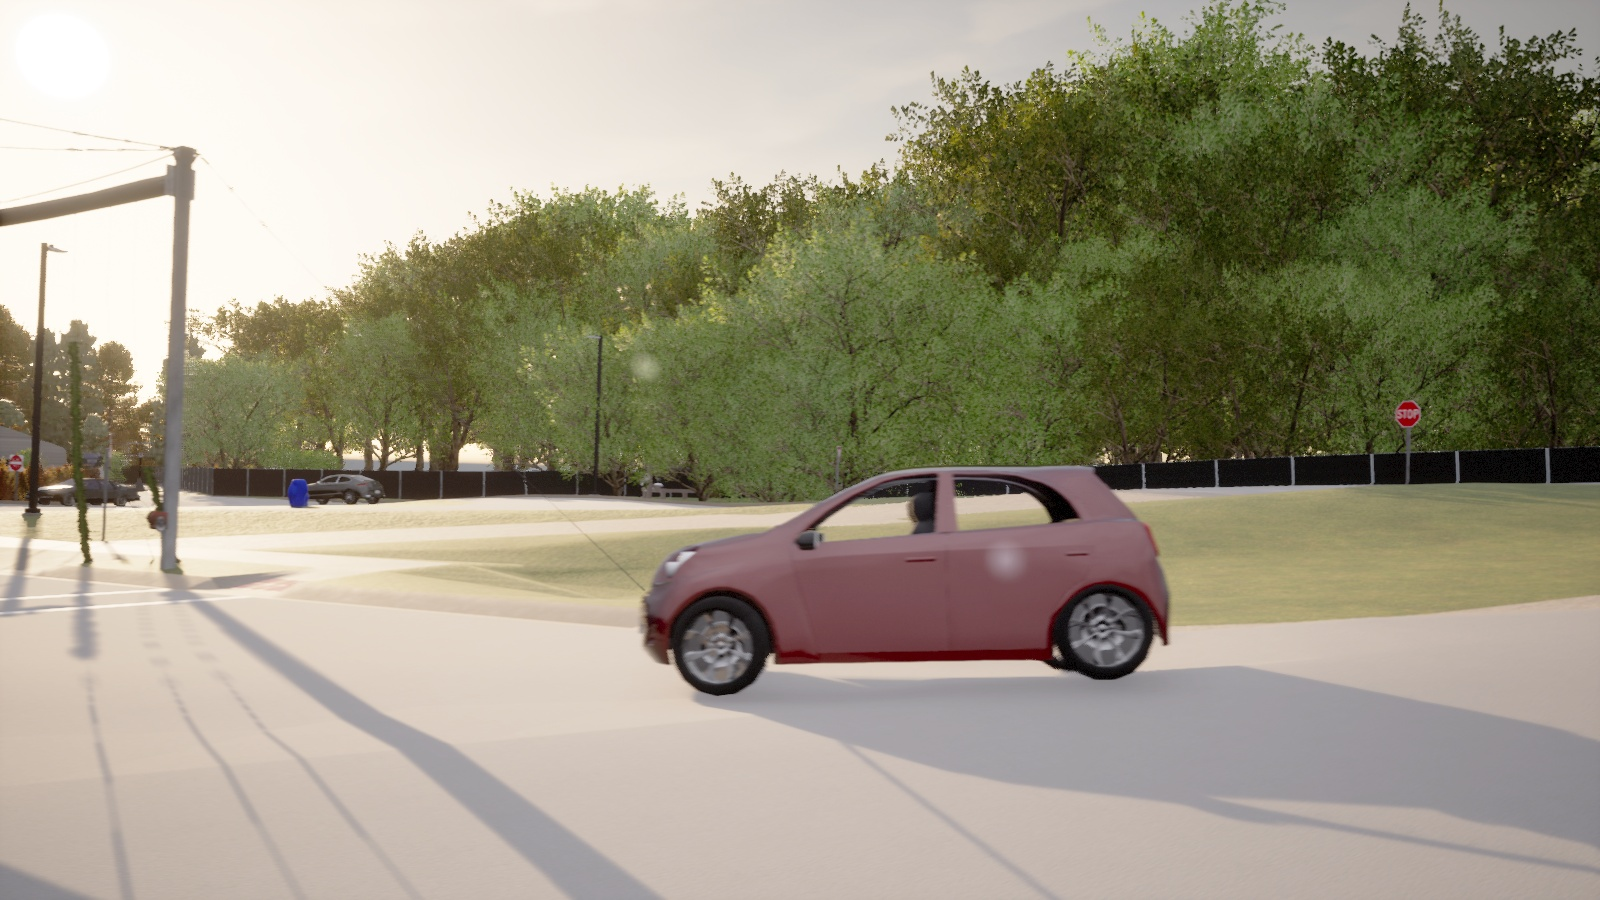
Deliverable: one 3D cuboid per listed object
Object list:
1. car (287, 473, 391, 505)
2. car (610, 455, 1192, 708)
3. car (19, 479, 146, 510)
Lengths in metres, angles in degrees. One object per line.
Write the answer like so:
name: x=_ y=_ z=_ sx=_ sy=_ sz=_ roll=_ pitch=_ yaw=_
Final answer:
car: x=-25.103 y=2.123 z=68.391 sx=5.027 sy=1.651 sz=2.152 roll=-2 pitch=-2 yaw=18
car: x=0.655 y=0.903 z=8.875 sx=3.633 sy=1.501 sz=1.845 roll=-2 pitch=-4 yaw=3
car: x=-35.415 y=2.237 z=62.167 sx=2.033 sy=1.411 sz=5.357 roll=1 pitch=-3 yaw=20
